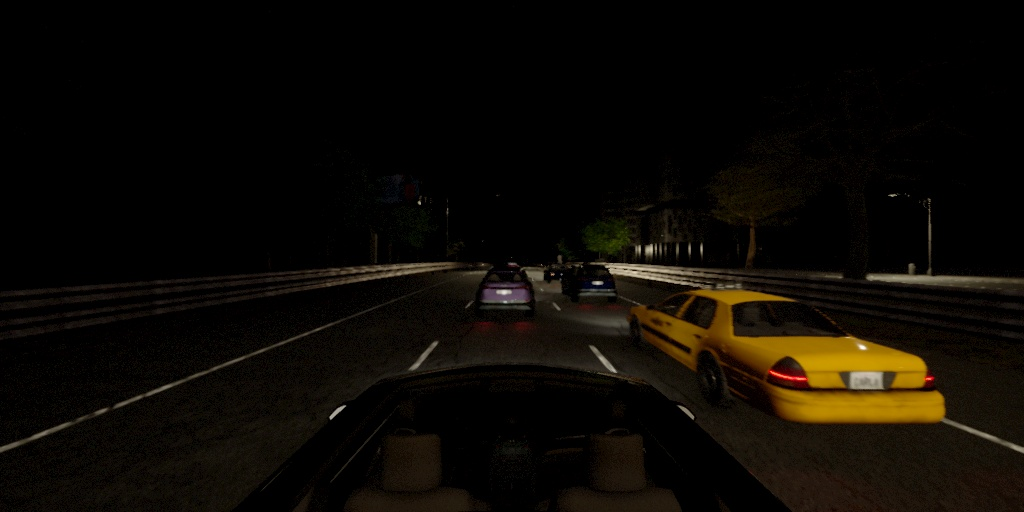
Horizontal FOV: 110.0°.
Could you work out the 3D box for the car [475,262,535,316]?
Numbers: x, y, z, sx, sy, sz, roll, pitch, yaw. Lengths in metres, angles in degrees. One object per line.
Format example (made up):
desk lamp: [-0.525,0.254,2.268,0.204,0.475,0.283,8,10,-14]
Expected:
car: [-0.191,1.168,13.297,2.033,1.649,4.856,0,0,1]

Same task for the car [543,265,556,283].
car: [3.511,1.373,27.941,1.895,1.301,4.718,0,0,0]

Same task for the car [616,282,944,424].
car: [3.500,1.202,6.104,1.801,1.575,5.366,0,0,0]

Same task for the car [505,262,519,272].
car: [0.062,1.677,54.416,2.033,1.411,5.357,0,-1,1]

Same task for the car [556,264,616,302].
car: [3.501,1.169,16.911,2.033,1.649,4.856,0,0,0]
